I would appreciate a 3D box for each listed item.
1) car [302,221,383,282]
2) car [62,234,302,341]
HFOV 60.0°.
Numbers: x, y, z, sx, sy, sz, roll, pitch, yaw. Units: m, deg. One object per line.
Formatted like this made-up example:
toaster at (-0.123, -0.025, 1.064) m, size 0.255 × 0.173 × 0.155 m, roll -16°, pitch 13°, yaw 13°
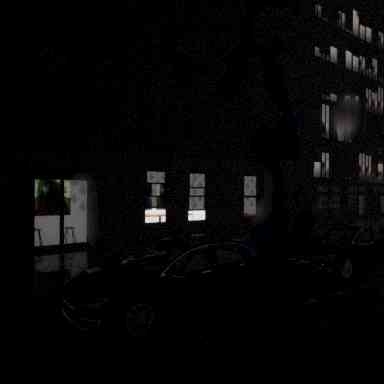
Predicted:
car at (4.473, 1.550, 9.696) m, size 4.403 × 1.369 × 2.008 m, roll 0°, pitch 0°, yaw -35°
car at (-0.162, 1.551, 6.420) m, size 4.403 × 1.369 × 2.008 m, roll 0°, pitch 0°, yaw -35°
